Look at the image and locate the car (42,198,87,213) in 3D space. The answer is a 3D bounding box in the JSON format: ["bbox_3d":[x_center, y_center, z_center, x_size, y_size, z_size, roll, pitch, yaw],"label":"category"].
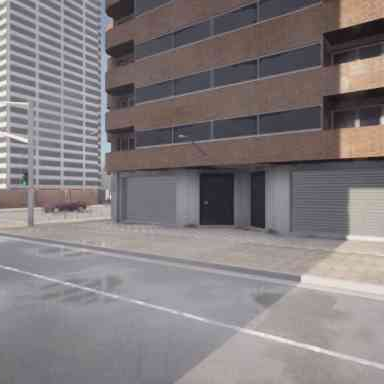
[{"bbox_3d":[-14.101,1.477,36.878,1.882,1.535,5.008,0,0,35],"label":"car"}]
